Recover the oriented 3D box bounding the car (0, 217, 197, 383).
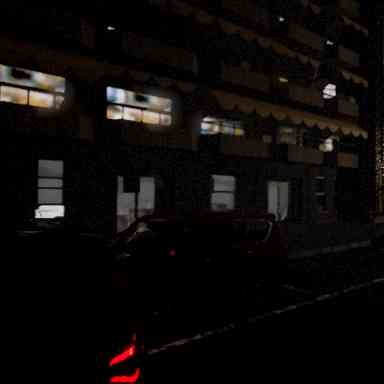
[{"bbox_3d":[-2.870,1.224,1.336,5.566,2.045,2.150,1,0,-36],"label":"car"}]

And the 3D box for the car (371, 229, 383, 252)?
[{"bbox_3d":[8.668,1.536,12.734,4.829,1.417,1.752,0,1,-36],"label":"car"}]

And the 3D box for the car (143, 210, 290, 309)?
[{"bbox_3d":[-0.256,1.318,6.362,5.009,1.841,2.192,0,1,-36],"label":"car"}]
